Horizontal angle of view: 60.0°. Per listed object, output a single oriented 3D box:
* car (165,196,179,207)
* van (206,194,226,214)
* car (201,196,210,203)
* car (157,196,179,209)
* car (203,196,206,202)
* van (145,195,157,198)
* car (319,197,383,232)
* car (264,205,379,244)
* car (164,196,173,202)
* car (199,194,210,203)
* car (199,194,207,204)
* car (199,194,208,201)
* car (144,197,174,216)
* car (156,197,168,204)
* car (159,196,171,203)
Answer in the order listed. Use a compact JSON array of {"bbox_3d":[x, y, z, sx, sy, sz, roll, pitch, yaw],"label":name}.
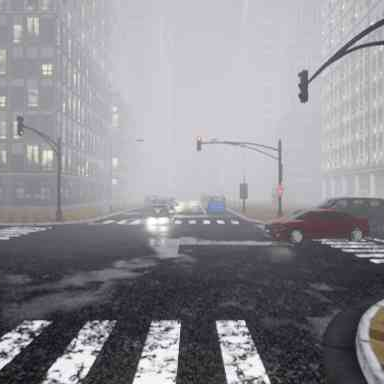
[{"bbox_3d":[-3.089,1.508,53.193,1.882,1.535,5.008,0,0,1],"label":"car"},{"bbox_3d":[2.722,1.362,35.886,1.690,1.788,3.998,0,0,0],"label":"van"},{"bbox_3d":[2.768,1.583,69.117,1.887,1.381,4.507,0,0,0],"label":"car"},{"bbox_3d":[-3.148,1.573,43.053,2.033,1.411,5.357,0,0,0],"label":"car"},{"bbox_3d":[2.658,1.569,41.424,1.887,1.381,4.507,0,0,0],"label":"car"},{"bbox_3d":[-5.718,1.368,47.001,1.690,1.788,3.998,0,0,0],"label":"van"},{"bbox_3d":[8.883,1.335,19.953,5.566,2.045,2.150,1,0,-1],"label":"car"},{"bbox_3d":[5.901,1.541,15.799,5.008,1.535,1.882,1,0,-13],"label":"car"},{"bbox_3d":[-5.558,1.625,80.236,1.802,1.307,4.206,0,0,0],"label":"car"},{"bbox_3d":[2.796,1.356,74.657,2.192,1.841,5.009,0,0,0],"label":"car"},{"bbox_3d":[2.742,1.351,63.578,2.192,1.841,5.009,0,0,0],"label":"car"},{"bbox_3d":[2.850,1.360,85.736,2.192,1.841,5.009,0,0,0],"label":"car"},{"bbox_3d":[-3.204,1.511,33.268,2.128,1.511,4.902,0,0,-1],"label":"car"},{"bbox_3d":[-5.639,1.602,63.618,1.947,1.339,4.313,0,0,0],"label":"car"},{"bbox_3d":[-5.612,1.589,69.157,2.008,1.369,4.403,0,0,0],"label":"car"}]
